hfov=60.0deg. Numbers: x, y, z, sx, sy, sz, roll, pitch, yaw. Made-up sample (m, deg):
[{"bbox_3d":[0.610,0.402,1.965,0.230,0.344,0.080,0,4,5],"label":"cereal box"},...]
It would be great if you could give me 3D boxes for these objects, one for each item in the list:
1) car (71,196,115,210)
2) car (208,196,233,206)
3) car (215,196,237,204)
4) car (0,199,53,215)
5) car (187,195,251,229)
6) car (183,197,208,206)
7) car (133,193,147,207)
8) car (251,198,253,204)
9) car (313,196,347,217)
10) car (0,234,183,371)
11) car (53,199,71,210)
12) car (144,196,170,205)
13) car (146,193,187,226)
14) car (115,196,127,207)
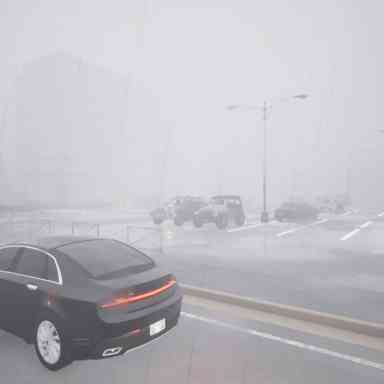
[{"bbox_3d":[-12.452,1.526,42.143,1.812,1.442,4.674,0,0,34],"label":"car"},{"bbox_3d":[4.770,1.491,54.838,2.128,1.511,4.902,0,0,34],"label":"car"},{"bbox_3d":[6.484,1.491,63.646,2.128,1.511,4.902,0,0,34],"label":"car"},{"bbox_3d":[-17.455,1.601,34.732,1.895,1.301,4.718,0,0,34],"label":"car"},{"bbox_3d":[1.747,1.156,20.203,1.905,1.878,3.866,0,0,34],"label":"car"},{"bbox_3d":[0.667,1.525,55.010,1.812,1.442,4.674,0,0,34],"label":"car"},{"bbox_3d":[-6.564,1.221,50.853,2.150,2.045,5.566,0,0,34],"label":"car"},{"bbox_3d":[9.892,1.505,62.446,1.837,1.490,4.892,0,0,34],"label":"car"},{"bbox_3d":[13.796,1.395,33.136,1.970,1.475,3.806,0,0,34],"label":"car"},{"bbox_3d":[-2.416,1.505,5.725,4.892,1.490,1.837,0,0,36],"label":"car"},{"bbox_3d":[-17.126,1.547,41.486,2.033,1.411,5.357,0,0,34],"label":"car"},{"bbox_3d":[-6.007,1.526,57.912,1.812,1.442,4.674,0,0,35],"label":"car"},{"bbox_3d":[-0.617,1.153,21.873,1.932,1.855,4.605,0,0,34],"label":"car"},{"bbox_3d":[-11.788,1.352,49.403,2.097,1.767,4.553,0,0,34],"label":"car"}]
